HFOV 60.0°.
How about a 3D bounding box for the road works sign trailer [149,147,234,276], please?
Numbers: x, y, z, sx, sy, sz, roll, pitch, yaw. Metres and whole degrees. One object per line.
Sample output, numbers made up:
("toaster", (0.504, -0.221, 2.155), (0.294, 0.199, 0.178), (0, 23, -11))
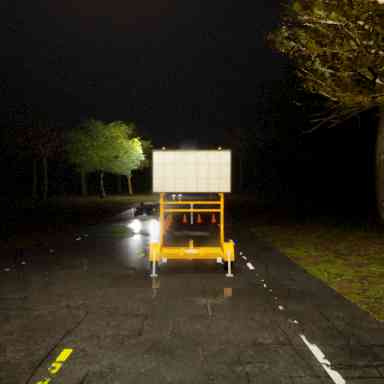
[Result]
("road works sign trailer", (-0.006, 0.433, 10.176), (2.380, 3.560, 2.880), (0, 0, 0))

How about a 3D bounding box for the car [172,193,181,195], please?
("car", (-3.553, -0.128, 77.948), (1.837, 1.490, 4.892), (0, 2, 0))

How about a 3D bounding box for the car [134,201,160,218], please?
("car", (-3.618, 1.402, 27.687), (1.895, 1.301, 4.718), (0, 1, 0))
